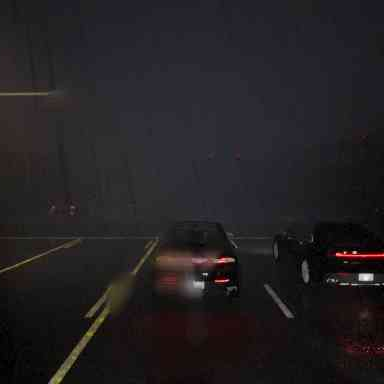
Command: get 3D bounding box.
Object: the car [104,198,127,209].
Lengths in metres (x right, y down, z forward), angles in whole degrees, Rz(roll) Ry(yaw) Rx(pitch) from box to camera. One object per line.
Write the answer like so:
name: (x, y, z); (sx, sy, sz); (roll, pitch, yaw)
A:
car: (-10.484, 1.526, 44.847); (1.812, 1.442, 4.674); (0, 0, 0)

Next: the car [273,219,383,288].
car: (3.602, 1.505, 9.261); (1.837, 1.490, 4.892); (0, 0, 1)

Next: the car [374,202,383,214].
car: (18.114, 1.061, 28.293); (4.902, 1.511, 2.128); (-5, 0, 0)

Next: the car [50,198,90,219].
car: (-10.526, 1.352, 28.925); (2.097, 1.767, 4.553); (0, 0, 0)

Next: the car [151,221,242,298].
car: (0.097, 1.492, 8.498); (2.128, 1.511, 4.902); (0, 0, 0)

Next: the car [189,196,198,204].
car: (0.267, 1.491, 65.312); (2.128, 1.511, 4.902); (0, 0, 0)

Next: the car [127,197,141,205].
car: (-10.427, 1.564, 58.288); (1.994, 1.385, 4.181); (0, 0, 1)
